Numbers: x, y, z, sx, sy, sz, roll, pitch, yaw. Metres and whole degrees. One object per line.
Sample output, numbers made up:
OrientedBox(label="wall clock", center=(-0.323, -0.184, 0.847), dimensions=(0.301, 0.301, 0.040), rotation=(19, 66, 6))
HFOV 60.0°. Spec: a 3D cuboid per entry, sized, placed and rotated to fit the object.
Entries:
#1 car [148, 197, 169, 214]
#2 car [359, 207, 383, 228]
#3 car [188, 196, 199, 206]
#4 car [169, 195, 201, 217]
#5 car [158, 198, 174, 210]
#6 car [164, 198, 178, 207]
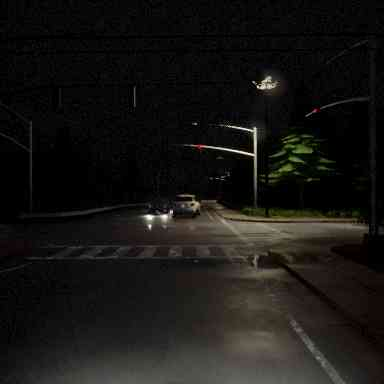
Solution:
OrientedBox(label="car", center=(-3.613, 1.464, 36.691), dimensions=(2.097, 1.767, 4.553), rotation=(0, 0, 0))
OrientedBox(label="car", center=(13.691, 1.520, 21.999), dimensions=(4.892, 1.490, 1.837), rotation=(0, 0, 1))
OrientedBox(label="car", center=(0.244, 1.628, 60.617), dimensions=(1.882, 1.535, 5.008), rotation=(0, 0, 1))
OrientedBox(label="car", center=(-0.427, 1.305, 32.071), dimensions=(2.150, 2.045, 5.566), rotation=(0, 0, 7))
OrientedBox(label="car", center=(-3.599, 1.641, 46.562), dimensions=(1.837, 1.490, 4.892), rotation=(0, 0, 0))
OrientedBox(label="car", center=(-3.509, 1.724, 56.641), dimensions=(1.994, 1.385, 4.181), rotation=(0, 0, 1))
